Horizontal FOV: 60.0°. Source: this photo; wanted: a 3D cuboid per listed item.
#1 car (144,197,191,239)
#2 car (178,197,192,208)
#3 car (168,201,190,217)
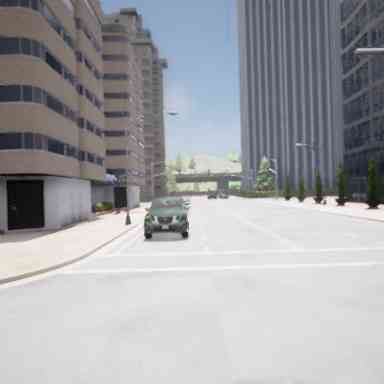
[{"bbox_3d":[-1.258,1.306,18.387,2.150,2.045,5.566,-2,0,0],"label":"car"},{"bbox_3d":[-1.069,1.603,52.774,2.128,1.511,4.902,-2,0,0],"label":"car"},{"bbox_3d":[-1.208,1.653,33.064,1.994,1.385,4.181,-2,0,0],"label":"car"}]
